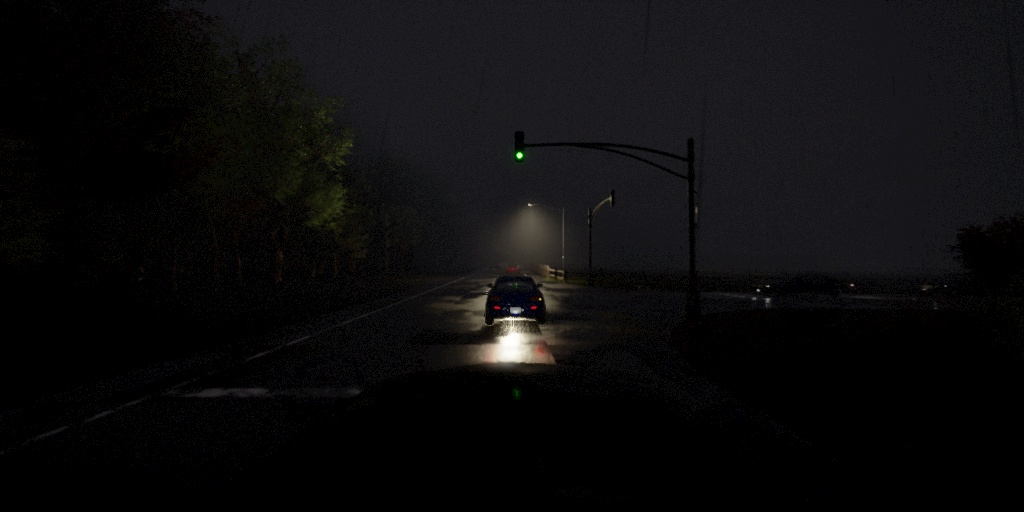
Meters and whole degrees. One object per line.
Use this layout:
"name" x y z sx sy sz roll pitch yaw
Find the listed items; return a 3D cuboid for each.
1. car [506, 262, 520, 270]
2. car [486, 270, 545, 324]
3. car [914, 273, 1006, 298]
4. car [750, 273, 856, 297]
"car" 0.111 1.861 53.341 1.994 1.385 4.181 0 -1 0
"car" 0.103 1.392 12.467 1.812 1.442 4.674 0 0 0
"car" 27.805 1.815 22.063 4.902 1.511 2.128 1 -2 0
"car" 17.878 1.763 22.131 5.357 1.411 2.033 1 -2 1
